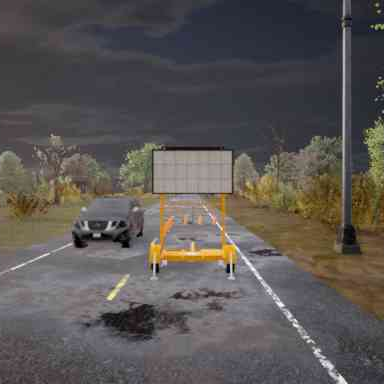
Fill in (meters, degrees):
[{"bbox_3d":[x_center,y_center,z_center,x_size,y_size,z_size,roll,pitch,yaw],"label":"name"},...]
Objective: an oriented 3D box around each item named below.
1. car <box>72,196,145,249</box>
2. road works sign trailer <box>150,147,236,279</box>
[{"bbox_3d":[-3.465,1.219,14.894,2.150,2.045,5.566,0,0,0],"label":"car"},{"bbox_3d":[0.025,0.464,9.977,2.380,3.560,2.880,0,0,0],"label":"road works sign trailer"}]
